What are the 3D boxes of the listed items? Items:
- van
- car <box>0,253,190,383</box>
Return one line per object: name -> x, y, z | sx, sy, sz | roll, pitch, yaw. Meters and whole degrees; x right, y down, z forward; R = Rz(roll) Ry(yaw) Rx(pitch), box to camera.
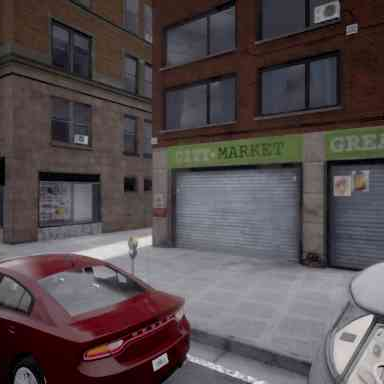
van -> 2.482, 1.341, 1.306 | 3.998, 1.788, 1.690 | 0, 0, 35
car -> -2.127, 1.544, 4.592 | 4.507, 1.381, 1.887 | 0, 0, 35
